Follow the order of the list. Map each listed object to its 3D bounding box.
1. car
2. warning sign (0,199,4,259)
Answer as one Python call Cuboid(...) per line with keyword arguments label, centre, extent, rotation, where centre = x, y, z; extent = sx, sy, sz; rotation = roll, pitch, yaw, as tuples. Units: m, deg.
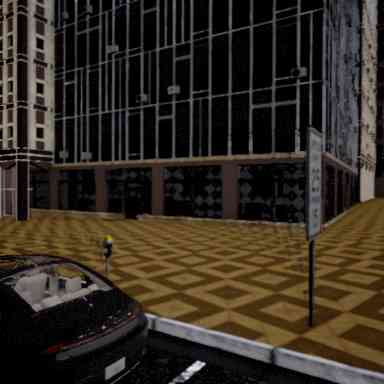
Cuboid(label="car", centre=(-2.601, 1.560, 4.569), extent=(4.403, 1.369, 2.008), rotation=(0, 1, 33))
Cuboid(label="warning sign", centre=(-6.678, 1.147, 10.141), extent=(1.060, 1.860, 1.300), rotation=(1, 0, 33))
